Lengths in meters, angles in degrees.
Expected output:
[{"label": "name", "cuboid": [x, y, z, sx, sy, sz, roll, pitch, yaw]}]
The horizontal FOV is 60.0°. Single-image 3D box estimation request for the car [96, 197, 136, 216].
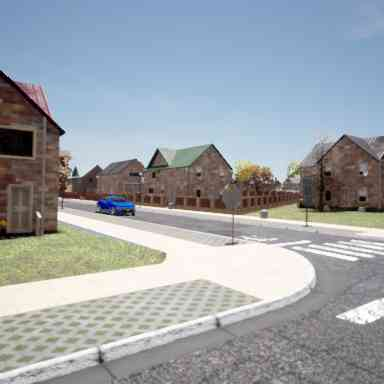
[{"label": "car", "cuboid": [-6.506, 1.151, 28.273, 1.882, 1.535, 5.008, 2, 0, -36]}]
